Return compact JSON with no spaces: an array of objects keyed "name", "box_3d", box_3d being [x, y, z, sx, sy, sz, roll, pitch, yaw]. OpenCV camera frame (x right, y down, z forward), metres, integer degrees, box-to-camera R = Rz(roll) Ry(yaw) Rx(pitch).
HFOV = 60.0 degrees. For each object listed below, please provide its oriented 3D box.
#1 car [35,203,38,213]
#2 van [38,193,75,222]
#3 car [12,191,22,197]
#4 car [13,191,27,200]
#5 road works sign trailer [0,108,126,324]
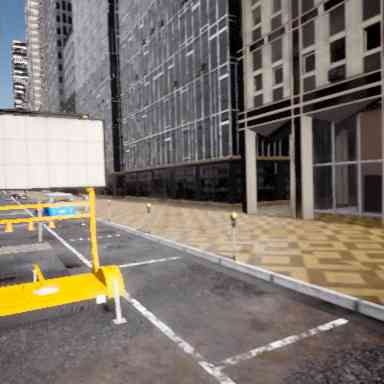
[{"name":"car","box_3d":[-11.920,1.087,27.454,1.752,1.417,4.829,-3,2,-30]},{"name":"van","box_3d":[-9.020,0.959,22.386,1.690,1.788,3.998,-3,2,-30]},{"name":"car","box_3d":[-42.873,0.519,81.378,1.887,1.381,4.507,-3,2,-30]},{"name":"car","box_3d":[-31.586,0.739,61.716,2.008,1.369,4.403,-3,2,-30]},{"name":"road works sign trailer","box_3d":[-2.781,0.359,6.051,2.380,3.560,2.880,-3,2,-30]}]
